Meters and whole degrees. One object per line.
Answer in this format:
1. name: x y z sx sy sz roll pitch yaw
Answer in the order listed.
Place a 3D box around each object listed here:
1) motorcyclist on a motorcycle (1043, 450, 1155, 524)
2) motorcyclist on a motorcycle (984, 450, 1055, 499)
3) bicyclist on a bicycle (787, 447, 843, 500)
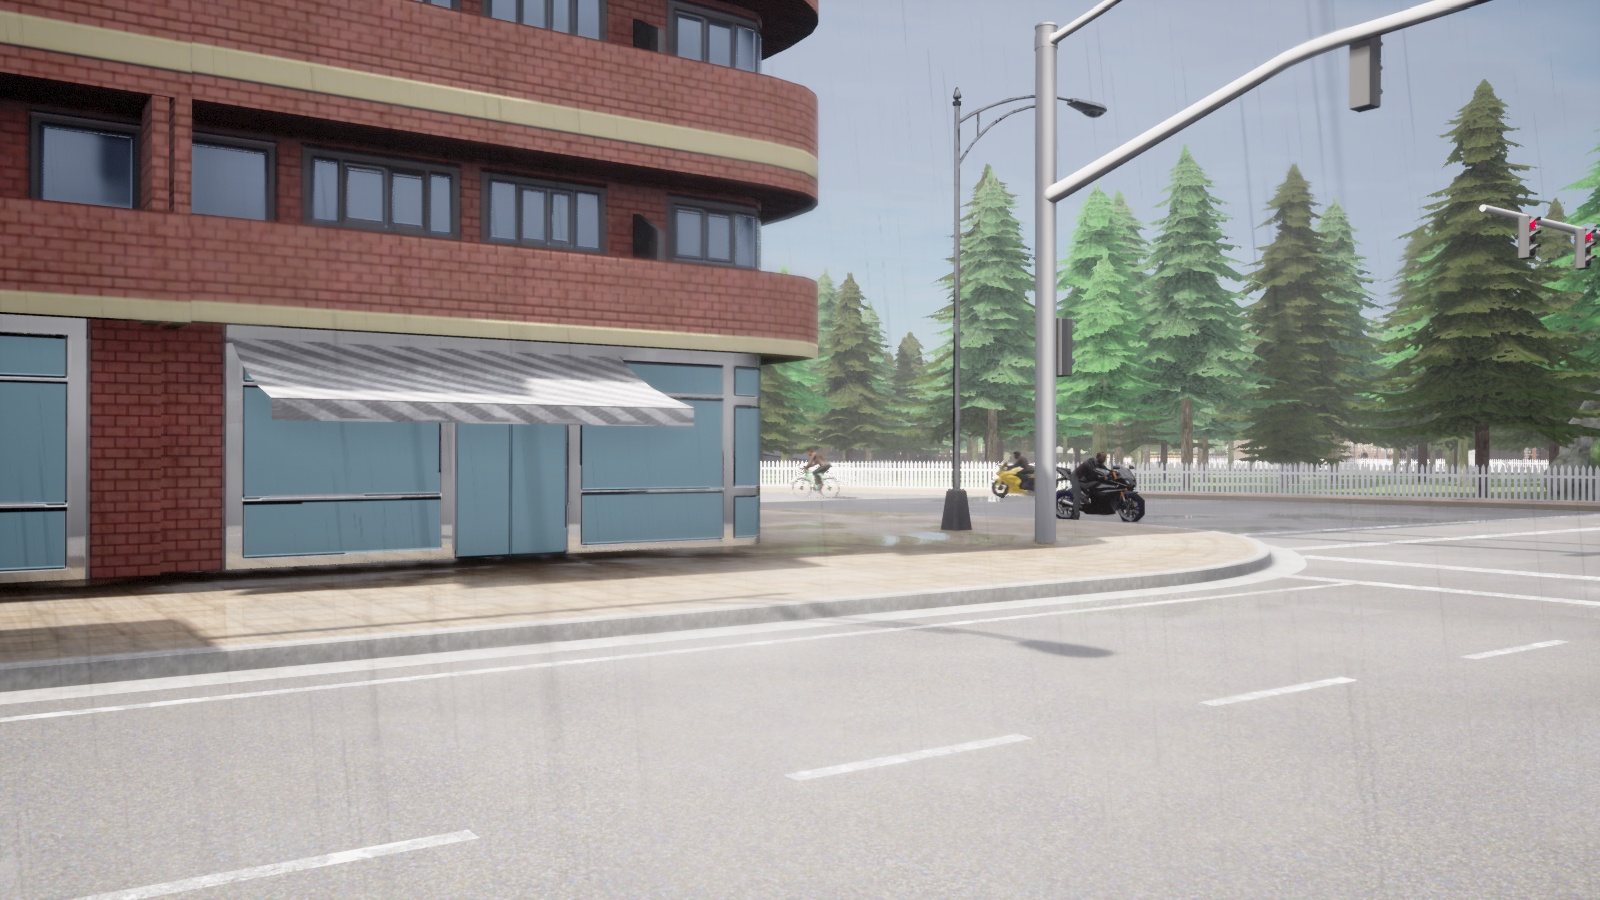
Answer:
1. motorcyclist on a motorcycle: 6.403 0.777 27.009 2.191 1.530 0.866 0 0 42
2. motorcyclist on a motorcycle: 6.961 0.754 39.832 2.044 1.523 0.797 0 0 33
3. bicyclist on a bicycle: 0.457 0.738 39.390 1.656 1.620 0.582 -1 0 26
